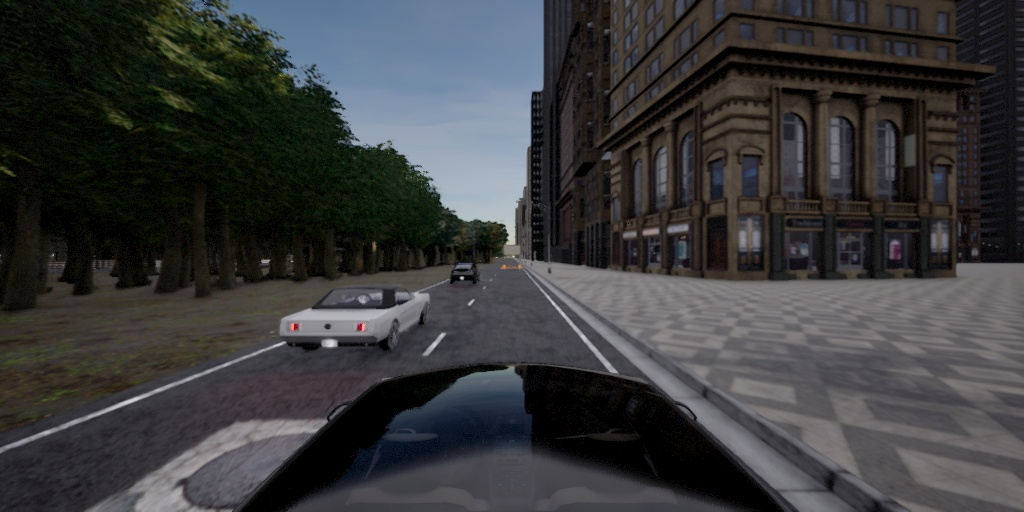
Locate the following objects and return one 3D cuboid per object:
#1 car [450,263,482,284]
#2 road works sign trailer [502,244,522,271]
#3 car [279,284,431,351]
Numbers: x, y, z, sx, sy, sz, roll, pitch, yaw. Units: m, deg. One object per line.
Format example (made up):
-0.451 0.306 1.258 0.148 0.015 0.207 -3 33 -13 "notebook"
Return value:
-3.397 1.256 26.723 1.837 1.490 4.892 0 0 0 "car"
0.003 0.224 47.779 2.380 3.560 2.880 0 0 0 "road works sign trailer"
-3.399 1.351 8.922 1.895 1.301 4.718 0 0 0 "car"
